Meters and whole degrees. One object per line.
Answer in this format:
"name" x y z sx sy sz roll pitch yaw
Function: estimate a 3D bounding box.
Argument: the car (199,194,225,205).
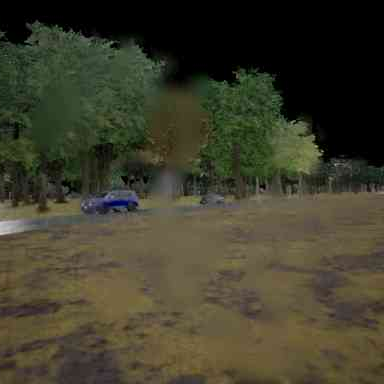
"car" 2.681 1.004 43.959 1.994 1.385 4.181 -3 -1 35

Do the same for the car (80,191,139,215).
"car" -7.260 0.927 29.928 2.150 2.045 5.566 -3 -1 35
